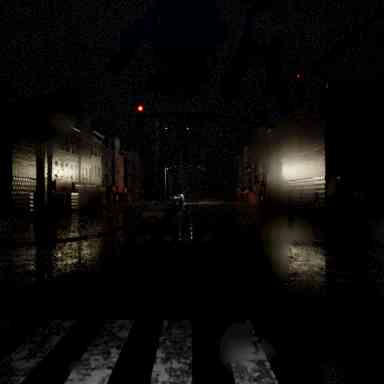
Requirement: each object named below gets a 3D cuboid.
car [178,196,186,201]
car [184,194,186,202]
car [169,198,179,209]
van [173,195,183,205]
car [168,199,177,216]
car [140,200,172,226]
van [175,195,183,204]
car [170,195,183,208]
[{"bbox_3d":[-2.676,1.771,91.311,1.947,1.339,4.313,0,0,0],"label":"car"},{"bbox_3d":[-2.659,1.408,57.678,2.192,1.841,5.009,0,0,0],"label":"car"},{"bbox_3d":[-2.650,1.619,35.256,1.802,1.307,4.206,0,0,0],"label":"car"},{"bbox_3d":[-2.662,1.450,63.284,1.690,1.788,3.998,0,0,0],"label":"van"},{"bbox_3d":[-2.647,1.572,29.651,1.887,1.381,4.507,0,0,0],"label":"car"},{"bbox_3d":[-2.645,1.544,23.876,1.752,1.417,4.829,0,0,0],"label":"car"},{"bbox_3d":[-2.664,1.468,68.889,1.690,1.788,3.998,0,0,0],"label":"van"},{"bbox_3d":[-2.655,1.503,46.467,1.967,1.590,4.097,0,0,0],"label":"car"}]
